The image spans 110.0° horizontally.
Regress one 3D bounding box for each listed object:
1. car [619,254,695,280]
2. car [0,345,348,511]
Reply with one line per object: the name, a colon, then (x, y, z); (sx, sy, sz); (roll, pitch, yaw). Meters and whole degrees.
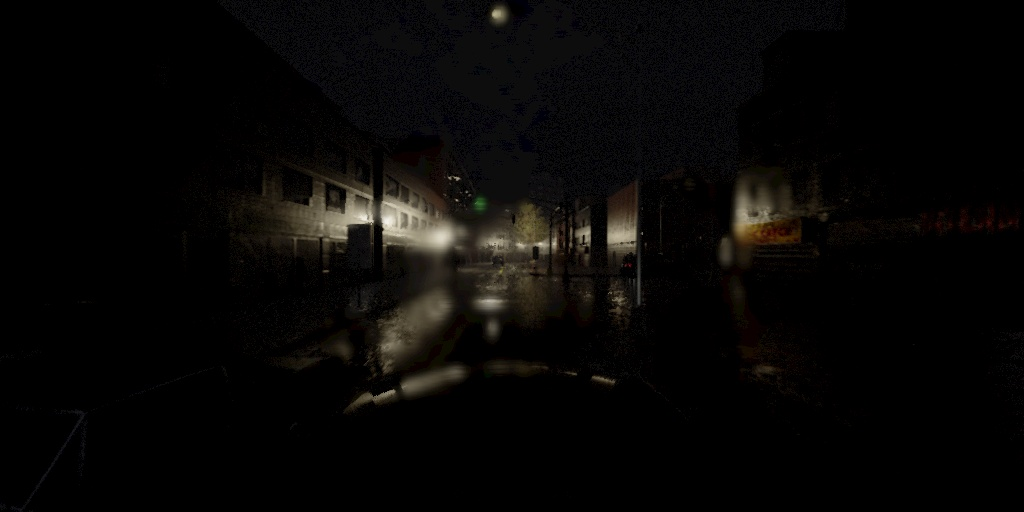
car: (11.415, 0.878, 28.496); (5.566, 2.045, 2.150); (0, 0, 0)
car: (-2.847, 1.350, 1.949); (1.895, 1.301, 4.718); (0, 0, 0)
